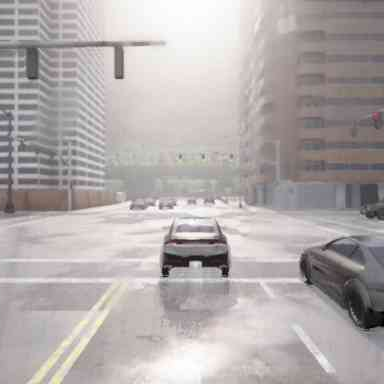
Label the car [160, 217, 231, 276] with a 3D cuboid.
[{"bbox_3d":[0.092,1.516,10.385,2.128,1.511,4.902,0,0,0],"label":"car"}]

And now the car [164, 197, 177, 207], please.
[{"bbox_3d":[-3.548,1.635,56.459,1.837,1.490,4.892,0,0,0],"label":"car"}]

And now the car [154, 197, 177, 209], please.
[{"bbox_3d":[-3.592,1.599,46.520,2.128,1.511,4.902,0,0,0],"label":"car"}]

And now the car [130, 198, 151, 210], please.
[{"bbox_3d":[-7.098,1.629,44.730,1.812,1.442,4.674,0,0,1],"label":"car"}]

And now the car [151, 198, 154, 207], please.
[{"bbox_3d":[-7.058,1.652,54.643,1.812,1.442,4.674,0,0,1],"label":"car"}]

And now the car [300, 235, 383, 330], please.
[{"bbox_3d":[3.713,1.580,6.931,1.994,1.385,4.181,0,0,2],"label":"car"}]

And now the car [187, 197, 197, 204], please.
[{"bbox_3d":[-0.003,1.702,66.714,2.033,1.411,5.357,0,0,0],"label":"car"}]

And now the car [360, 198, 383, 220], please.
[{"bbox_3d":[17.195,1.287,27.921,5.566,2.045,2.150,0,0,0],"label":"car"}]

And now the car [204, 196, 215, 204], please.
[{"bbox_3d":[3.496,1.511,68.256,2.097,1.767,4.553,0,0,0],"label":"car"}]
